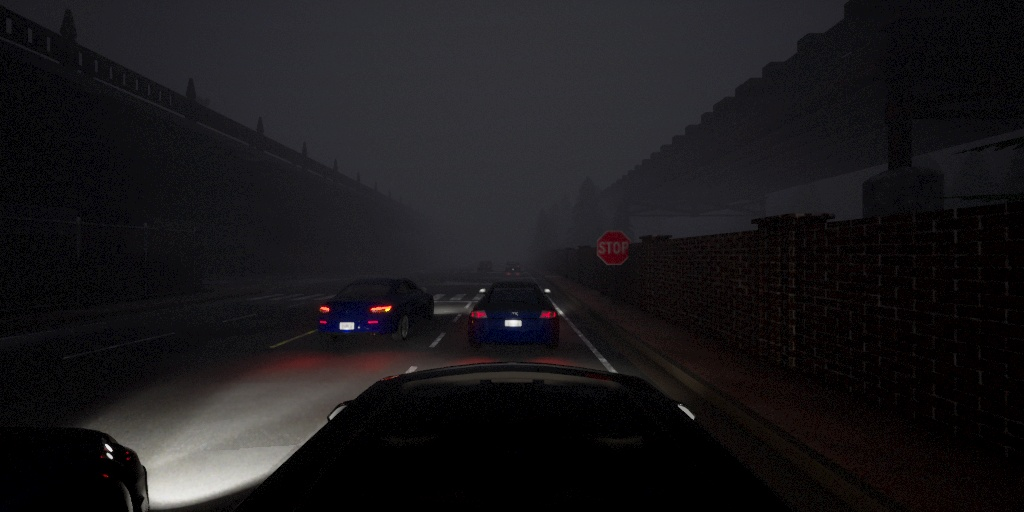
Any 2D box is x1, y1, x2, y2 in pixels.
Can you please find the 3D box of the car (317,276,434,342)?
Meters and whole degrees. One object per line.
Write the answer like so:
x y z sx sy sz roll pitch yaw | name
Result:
-3.412 1.276 9.698 1.812 1.442 4.674 0 0 0 | car

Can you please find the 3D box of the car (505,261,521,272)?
0.101 1.351 45.994 1.895 1.301 4.718 0 0 -1 | car

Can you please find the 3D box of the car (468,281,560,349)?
0.070 1.314 9.176 1.994 1.385 4.181 0 0 1 | car

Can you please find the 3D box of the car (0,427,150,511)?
-3.398 1.314 0.602 1.994 1.385 4.181 0 0 0 | car

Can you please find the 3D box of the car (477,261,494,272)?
-3.394 1.297 45.835 2.033 1.411 5.357 0 0 -1 | car
